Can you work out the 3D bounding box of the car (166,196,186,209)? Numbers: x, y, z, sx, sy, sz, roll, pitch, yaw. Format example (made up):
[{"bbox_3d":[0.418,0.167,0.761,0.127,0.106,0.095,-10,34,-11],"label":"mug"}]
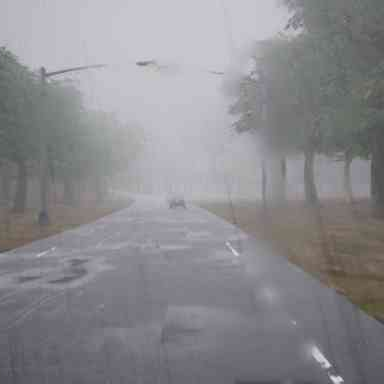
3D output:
[{"bbox_3d":[-2.015,1.249,44.651,2.097,1.767,4.553,0,0,-5],"label":"car"}]
